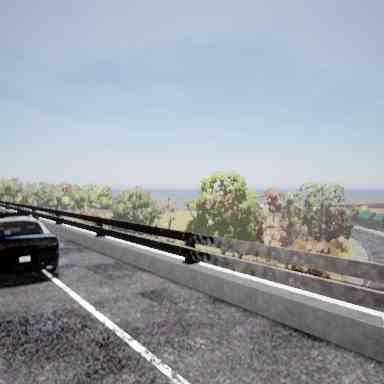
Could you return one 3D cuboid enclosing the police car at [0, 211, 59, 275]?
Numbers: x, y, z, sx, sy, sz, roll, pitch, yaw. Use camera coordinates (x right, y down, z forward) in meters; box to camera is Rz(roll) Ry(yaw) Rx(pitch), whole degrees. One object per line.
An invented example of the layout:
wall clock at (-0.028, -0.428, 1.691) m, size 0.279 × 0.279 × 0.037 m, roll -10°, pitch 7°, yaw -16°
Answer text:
police car at (-5.545, 1.405, 10.057) m, size 1.930 × 1.638 × 5.238 m, roll 0°, pitch 0°, yaw -37°
